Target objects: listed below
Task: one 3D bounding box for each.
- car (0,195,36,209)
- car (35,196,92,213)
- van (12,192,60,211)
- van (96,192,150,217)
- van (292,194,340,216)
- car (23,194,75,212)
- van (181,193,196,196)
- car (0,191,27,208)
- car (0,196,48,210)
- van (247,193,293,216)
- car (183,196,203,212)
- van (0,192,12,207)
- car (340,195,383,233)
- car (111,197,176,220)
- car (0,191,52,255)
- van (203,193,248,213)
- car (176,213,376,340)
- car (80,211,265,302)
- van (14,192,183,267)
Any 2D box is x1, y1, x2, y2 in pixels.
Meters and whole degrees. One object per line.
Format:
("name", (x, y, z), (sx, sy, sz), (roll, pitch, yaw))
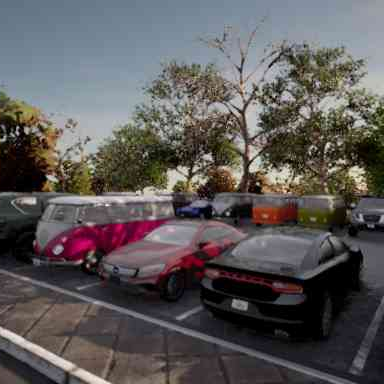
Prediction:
("car", (-21.779, 1.189, 39.692), (1.946, 1.575, 5.366), (0, 0, 36))
("car", (-12.769, 1.220, 33.461), (2.097, 1.535, 5.008), (0, 0, 36))
("van", (-17.100, 0.979, 36.712), (1.878, 1.987, 4.442), (0, 0, 36))
("van", (-5.839, 1.017, 28.648), (1.878, 1.987, 4.442), (0, 0, 36))
("van", (7.558, 1.167, 19.053), (1.878, 1.987, 4.442), (1, 1, 36))
("car", (-14.935, 1.087, 34.979), (2.185, 1.767, 4.553), (0, 0, 36))
("van", (-1.471, 1.032, 25.232), (1.878, 1.987, 4.442), (0, 0, 36))
("car", (-23.906, 0.939, 41.477), (2.435, 2.045, 5.566), (0, 0, 36))
("car", (-19.425, 1.199, 38.226), (2.231, 1.521, 4.892), (0, 0, 36))
("van", (5.408, 1.117, 20.593), (1.878, 1.987, 4.442), (1, 1, 36))
("car", (0.852, 1.266, 23.719), (2.097, 1.535, 5.008), (0, 0, 36))
("van", (-26.205, 0.974, 43.234), (1.878, 1.987, 4.442), (0, 0, 36))
("car", (9.726, 1.193, 17.322), (2.435, 2.045, 5.566), (1, 1, 36))
("car", (-3.761, 1.248, 26.789), (1.946, 1.575, 5.366), (0, 0, 36))
("car", (-4.632, 1.038, 11.587), (2.435, 2.045, 5.566), (1, 1, 36))
("van", (2.913, 1.062, 22.093), (1.878, 1.987, 4.442), (1, 0, 36))
("car", (2.114, 1.445, 6.714), (2.097, 1.535, 5.008), (1, 1, 36))
("car", (-0.138, 1.433, 8.337), (2.002, 1.452, 4.674), (1, 1, 36))
("van", (-2.461, 1.115, 9.853), (1.878, 1.987, 4.442), (1, 1, 36))
